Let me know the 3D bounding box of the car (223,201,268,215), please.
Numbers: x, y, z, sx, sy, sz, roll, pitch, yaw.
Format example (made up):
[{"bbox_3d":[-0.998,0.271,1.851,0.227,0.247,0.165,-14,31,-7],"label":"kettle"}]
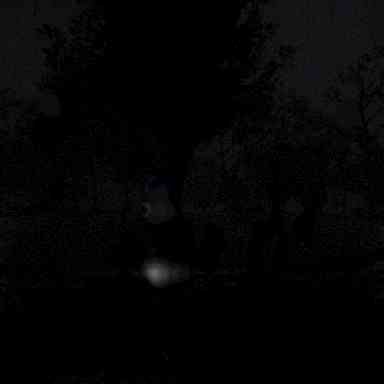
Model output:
[{"bbox_3d":[5.692,1.675,35.897,4.902,1.511,2.128,0,-1,30],"label":"car"}]

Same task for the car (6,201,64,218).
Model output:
[{"bbox_3d":[-14.620,1.576,31.179,1.882,1.535,5.008,-1,-1,39],"label":"car"}]
